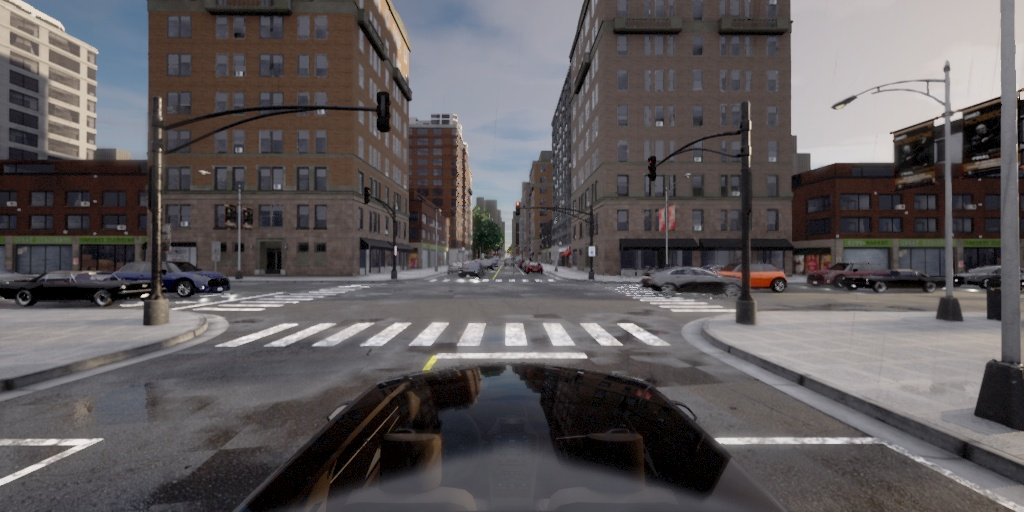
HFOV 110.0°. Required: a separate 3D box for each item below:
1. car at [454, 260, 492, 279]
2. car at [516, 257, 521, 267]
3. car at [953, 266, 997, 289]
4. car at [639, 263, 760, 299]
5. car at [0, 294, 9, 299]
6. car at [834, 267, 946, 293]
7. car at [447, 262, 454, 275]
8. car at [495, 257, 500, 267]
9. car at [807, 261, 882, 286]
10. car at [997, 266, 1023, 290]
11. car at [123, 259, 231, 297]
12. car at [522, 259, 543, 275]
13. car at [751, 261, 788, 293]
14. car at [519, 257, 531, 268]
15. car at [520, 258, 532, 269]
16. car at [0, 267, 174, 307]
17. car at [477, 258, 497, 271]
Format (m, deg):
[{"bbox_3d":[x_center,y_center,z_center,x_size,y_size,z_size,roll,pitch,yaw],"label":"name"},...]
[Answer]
[{"bbox_3d":[-3.493,1.301,32.849,2.033,1.411,5.357,0,0,5],"label":"car"},{"bbox_3d":[2.239,1.099,56.385,2.192,1.841,5.009,0,0,-1],"label":"car"},{"bbox_3d":[32.755,1.435,24.500,4.892,1.490,1.837,0,0,0],"label":"car"},{"bbox_3d":[8.912,1.265,17.748,4.902,1.511,2.128,0,0,6],"label":"car"},{"bbox_3d":[-5.855,1.190,1.406,1.967,1.591,4.097,0,0,0],"label":"car"},{"bbox_3d":[22.365,1.460,21.169,4.718,1.301,1.895,0,0,-1],"label":"car"},{"bbox_3d":[-6.088,1.309,39.766,2.007,1.370,4.403,0,0,-1],"label":"car"},{"bbox_3d":[-3.580,1.153,63.478,2.097,1.767,4.553,0,0,0],"label":"car"},{"bbox_3d":[22.871,1.237,24.424,4.553,1.767,2.097,0,0,-1],"label":"car"},{"bbox_3d":[32.304,1.468,21.247,4.181,1.385,1.994,0,0,-1],"label":"car"},{"bbox_3d":[-16.456,1.016,17.415,4.553,1.767,2.097,0,0,-1],"label":"car"},{"bbox_3d":[2.438,1.304,39.865,1.888,1.381,4.507,0,0,-1],"label":"car"},{"bbox_3d":[13.379,1.171,21.094,4.553,1.767,2.097,0,0,-1],"label":"car"},{"bbox_3d":[2.303,1.299,51.048,1.751,1.417,4.829,0,0,-1],"label":"car"},{"bbox_3d":[2.372,1.331,45.372,1.948,1.339,4.313,0,0,-1],"label":"car"},{"bbox_3d":[-16.674,1.239,14.131,4.718,1.301,1.895,0,0,0],"label":"car"},{"bbox_3d":[-3.443,1.279,49.575,1.837,1.490,4.892,0,-1,-1],"label":"car"}]
